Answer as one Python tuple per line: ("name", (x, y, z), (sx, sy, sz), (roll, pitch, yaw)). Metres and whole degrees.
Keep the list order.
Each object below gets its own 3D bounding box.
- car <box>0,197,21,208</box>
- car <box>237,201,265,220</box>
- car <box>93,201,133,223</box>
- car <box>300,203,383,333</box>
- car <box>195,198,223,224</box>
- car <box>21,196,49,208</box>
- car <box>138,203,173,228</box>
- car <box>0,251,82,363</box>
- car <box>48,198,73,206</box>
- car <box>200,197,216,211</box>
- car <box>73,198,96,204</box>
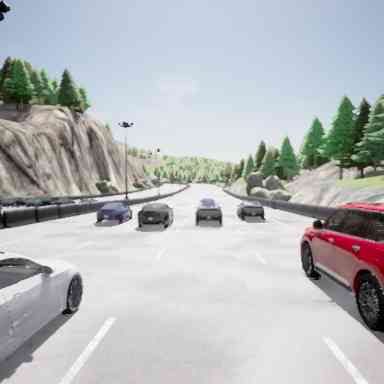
("car", (-25.894, 1.505, 48.642), (1.837, 1.490, 4.892), (0, -1, 3))
("car", (4.883, 1.479, 28.021), (2.128, 1.511, 4.902), (0, 0, 2))
("car", (-5.755, 1.520, 24.998), (1.812, 1.442, 4.674), (0, 0, 2))
("car", (3.983, 1.218, 6.882), (2.150, 2.045, 5.566), (0, 0, 2))
("car", (1.230, 1.483, 24.451), (2.128, 1.511, 4.902), (0, 0, 2))
("car", (-22.385, 1.347, 48.746), (2.097, 1.767, 4.553), (0, 0, 3))
("car", (-2.361, 1.471, 22.426), (1.882, 1.535, 5.008), (0, 0, 2))
("car", (-3.120, 1.526, 4.621), (1.812, 1.442, 4.674), (0, 0, 2))
("car", (-18.866, 1.558, 49.017), (1.994, 1.385, 4.181), (0, 0, 3))
("car", (1.928, 1.463, 40.885), (1.882, 1.535, 5.008), (0, 0, 2))
("car", (-15.357, 1.556, 49.091), (1.994, 1.385, 4.181), (0, 0, 3))
